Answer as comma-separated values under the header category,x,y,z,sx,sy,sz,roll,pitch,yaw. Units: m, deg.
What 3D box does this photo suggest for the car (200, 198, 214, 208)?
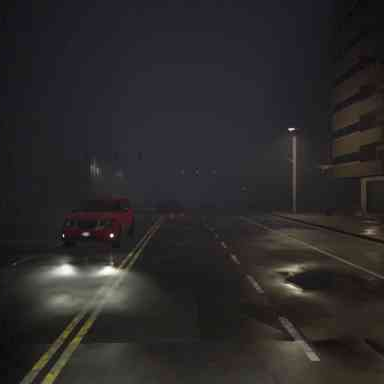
category,x,y,z,sx,sy,sz,roll,pitch,yaw
car,2.151,1.547,48.476,2.033,1.411,5.357,0,0,-3

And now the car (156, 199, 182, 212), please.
category,x,y,z,sx,sy,sz,roll,pitch,yaw
car,-2.719,1.491,38.003,2.128,1.511,4.902,0,0,-23

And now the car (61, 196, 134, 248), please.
category,x,y,z,sx,sy,sz,roll,pitch,yaw
car,-4.013,1.221,15.175,2.150,2.045,5.566,0,0,-1

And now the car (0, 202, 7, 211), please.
category,x,y,z,sx,sy,sz,roll,pitch,yaw
car,-24.699,1.491,39.461,4.902,1.511,2.128,0,0,-1

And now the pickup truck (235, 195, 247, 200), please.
category,x,y,z,sx,sy,sz,roll,pitch,yaw
pickup truck,13.861,1.058,90.876,2.390,2.098,6.274,0,0,29
